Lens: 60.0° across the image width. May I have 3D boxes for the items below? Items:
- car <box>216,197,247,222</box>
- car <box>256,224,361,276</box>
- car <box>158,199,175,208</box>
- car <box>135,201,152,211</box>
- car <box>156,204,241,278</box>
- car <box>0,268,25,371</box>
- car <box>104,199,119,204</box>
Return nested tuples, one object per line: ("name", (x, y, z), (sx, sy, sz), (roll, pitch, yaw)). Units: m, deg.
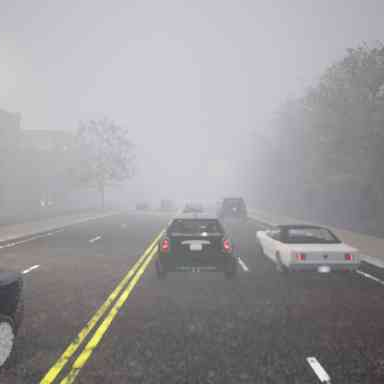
("car", (3.353, 1.447, 28.735), (2.150, 2.045, 5.566), (0, 0, 0))
("car", (3.351, 1.685, 10.645), (1.895, 1.301, 4.718), (0, 0, 0))
("car", (-3.422, 1.703, 44.732), (2.097, 1.767, 4.553), (0, 0, -1))
("car", (-6.682, 1.927, 46.050), (1.994, 1.385, 4.181), (0, -1, -1))
("car", (0.102, 1.436, 10.582), (2.097, 1.767, 4.553), (0, 0, 0))
("car", (-3.352, 1.500, 2.777), (1.882, 1.535, 5.008), (0, 0, 0))
("car", (-20.683, 2.481, 84.084), (4.313, 1.339, 1.947), (-1, 1, -1))
